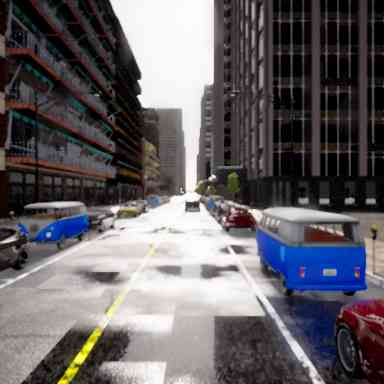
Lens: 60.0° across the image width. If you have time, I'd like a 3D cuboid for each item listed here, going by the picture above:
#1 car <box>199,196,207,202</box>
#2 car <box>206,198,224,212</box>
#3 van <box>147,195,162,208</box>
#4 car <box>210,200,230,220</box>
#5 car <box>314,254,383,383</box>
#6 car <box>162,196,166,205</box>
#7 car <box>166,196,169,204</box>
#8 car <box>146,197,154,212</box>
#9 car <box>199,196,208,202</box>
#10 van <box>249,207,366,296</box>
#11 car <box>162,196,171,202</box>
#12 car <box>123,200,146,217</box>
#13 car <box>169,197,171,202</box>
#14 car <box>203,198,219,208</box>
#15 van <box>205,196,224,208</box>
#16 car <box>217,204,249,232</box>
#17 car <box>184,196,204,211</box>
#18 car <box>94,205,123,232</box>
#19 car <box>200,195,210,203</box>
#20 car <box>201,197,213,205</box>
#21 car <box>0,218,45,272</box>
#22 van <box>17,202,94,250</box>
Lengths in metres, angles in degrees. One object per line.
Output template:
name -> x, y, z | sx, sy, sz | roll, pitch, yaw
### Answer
car -> 2.618, 1.601, 82.127 | 1.752, 1.417, 4.829 | 0, 0, 0
car -> 2.663, 1.548, 30.986 | 2.008, 1.369, 4.403 | 0, 0, 0
van -> -5.731, 1.358, 47.971 | 1.690, 1.788, 3.998 | 0, 0, 0
car -> 2.669, 1.542, 25.323 | 2.008, 1.369, 4.403 | 0, 0, 0
car -> 2.690, 1.578, 2.671 | 1.802, 1.307, 4.206 | 0, 0, 0
car -> -5.737, 1.549, 53.465 | 1.752, 1.417, 4.829 | 0, 0, 0
car -> -5.742, 1.596, 59.299 | 1.947, 1.339, 4.313 | 0, 0, 0
car -> -5.722, 1.555, 36.643 | 2.008, 1.369, 4.403 | 0, 0, 0
car -> 2.623, 1.604, 76.295 | 1.887, 1.381, 4.507 | 0, 0, 0
van -> 2.685, 1.331, 8.334 | 1.690, 1.788, 3.998 | 0, 0, 0
car -> -5.756, 1.585, 76.117 | 1.752, 1.417, 4.829 | 0, 0, 0
car -> -5.717, 1.522, 30.808 | 1.752, 1.417, 4.829 | 0, 0, 0
car -> -5.746, 1.477, 64.961 | 1.967, 1.590, 4.097 | 0, 0, 0
car -> 2.649, 1.567, 47.978 | 2.008, 1.369, 4.403 | 0, 0, 0
van -> 2.659, 1.345, 36.650 | 1.690, 1.788, 3.998 | 0, 0, 0
car -> 2.674, 1.570, 19.660 | 1.802, 1.307, 4.206 | 0, 0, 0
car -> 0.063, 1.500, 41.728 | 2.128, 1.511, 4.902 | 0, 0, 0
car -> -5.706, 1.539, 19.652 | 2.008, 1.369, 4.403 | 0, 0, 0
car -> 2.628, 1.486, 70.633 | 1.967, 1.590, 4.097 | 0, 0, 0
car -> 2.638, 1.574, 59.307 | 1.887, 1.381, 4.507 | 0, 0, 0
car -> -5.695, 1.556, 8.326 | 1.947, 1.339, 4.313 | 0, 0, 0
van -> -5.700, 1.329, 13.991 | 1.690, 1.788, 3.998 | 0, 0, 0
